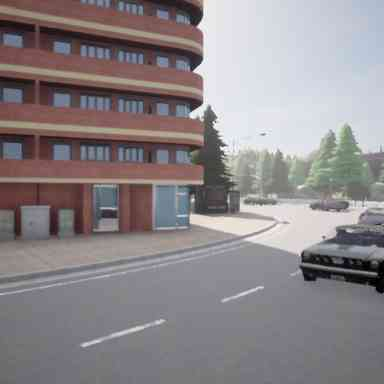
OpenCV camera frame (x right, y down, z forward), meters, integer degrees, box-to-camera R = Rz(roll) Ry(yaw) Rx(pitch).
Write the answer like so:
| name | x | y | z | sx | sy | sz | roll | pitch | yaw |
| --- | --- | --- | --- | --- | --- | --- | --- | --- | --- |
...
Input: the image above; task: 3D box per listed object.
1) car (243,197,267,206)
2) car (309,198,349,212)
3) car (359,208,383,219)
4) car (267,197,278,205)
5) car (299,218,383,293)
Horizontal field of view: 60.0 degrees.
| name | x | y | z | sx | sy | sz | roll | pitch | yaw |
| --- | --- | --- | --- | --- | --- | --- | --- | --- | --- |
| car | 10.764 | 1.602 | 58.940 | 1.837 | 1.490 | 4.892 | 0 | 0 | -20 |
| car | 16.537 | 1.628 | 41.009 | 2.033 | 1.411 | 5.357 | 0 | 0 | -10 |
| car | 10.361 | 1.604 | 18.371 | 1.994 | 1.385 | 4.181 | 0 | 0 | 24 |
| car | 13.577 | 1.652 | 61.218 | 2.033 | 1.411 | 5.357 | 0 | 0 | -20 |
| car | 4.618 | 1.620 | 9.178 | 1.895 | 1.301 | 4.718 | 0 | 0 | 38 |
